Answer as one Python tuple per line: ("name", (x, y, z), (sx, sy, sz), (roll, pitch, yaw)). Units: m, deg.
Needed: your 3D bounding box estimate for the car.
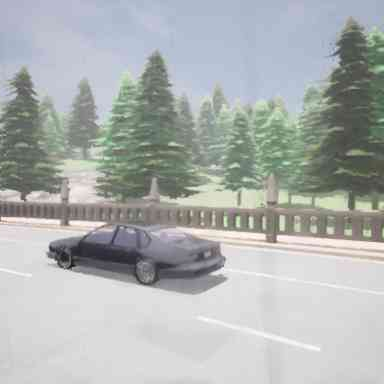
("car", (-1.747, 1.524, 9.285), (5.357, 1.411, 2.033), (0, 0, 32))
